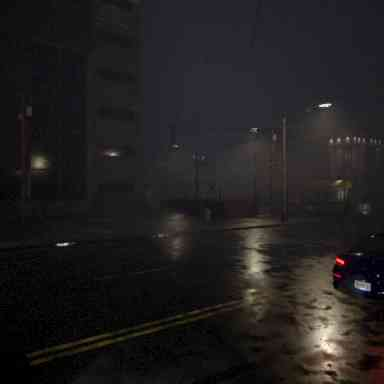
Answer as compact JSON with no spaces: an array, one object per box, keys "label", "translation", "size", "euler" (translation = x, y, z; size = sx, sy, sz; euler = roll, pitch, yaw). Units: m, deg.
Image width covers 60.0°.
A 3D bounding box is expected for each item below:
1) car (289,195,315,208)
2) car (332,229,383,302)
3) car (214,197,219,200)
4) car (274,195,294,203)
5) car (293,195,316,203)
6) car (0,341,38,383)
[{"label":"car","translation":[15.141,1.254,45.967],"size":[4.553,1.767,2.185],"euler":[0,0,-36]},{"label":"car","translation":[4.968,1.526,7.332],"size":[4.674,1.442,1.812],"euler":[0,0,-35]},{"label":"car","translation":[4.416,1.575,60.548],"size":[4.718,1.301,1.895],"euler":[0,0,-36]},{"label":"car","translation":[19.162,1.452,69.026],"size":[3.806,1.475,1.970],"euler":[0,0,-36]},{"label":"car","translation":[22.065,1.420,65.023],"size":[4.674,1.452,2.002],"euler":[0,0,-36]},{"label":"car","translation":[-3.430,1.547,1.301],"size":[5.357,1.411,2.033],"euler":[0,0,-35]}]
